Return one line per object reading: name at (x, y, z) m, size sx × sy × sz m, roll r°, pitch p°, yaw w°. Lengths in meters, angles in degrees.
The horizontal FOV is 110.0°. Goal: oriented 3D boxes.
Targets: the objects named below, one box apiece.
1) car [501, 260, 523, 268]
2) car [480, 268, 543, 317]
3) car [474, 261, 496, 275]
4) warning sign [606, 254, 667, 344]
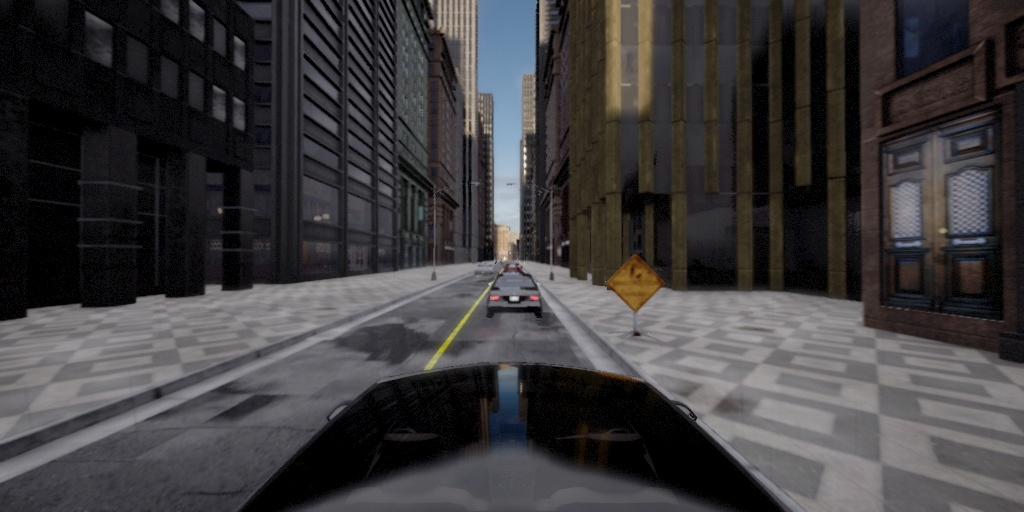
car at (0.105, 1.357, 34.353) m, size 1.812 × 1.442 × 4.674 m, roll 0°, pitch 0°, yaw 0°
car at (0.083, 1.321, 13.178) m, size 2.033 × 1.411 × 5.357 m, roll 0°, pitch 0°, yaw 0°
car at (-3.094, 1.453, 40.134) m, size 1.895 × 1.301 × 4.718 m, roll 0°, pitch 0°, yaw 0°
warning sign at (2.718, 0.878, 7.897) m, size 1.300 × 1.860 × 1.060 m, roll 0°, pitch 0°, yaw 0°
